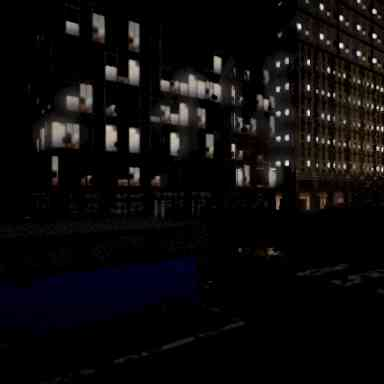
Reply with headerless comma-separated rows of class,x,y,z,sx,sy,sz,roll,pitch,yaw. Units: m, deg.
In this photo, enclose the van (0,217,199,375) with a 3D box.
van,-1.782,1.343,5.295,3.998,1.788,1.690,0,0,-35
